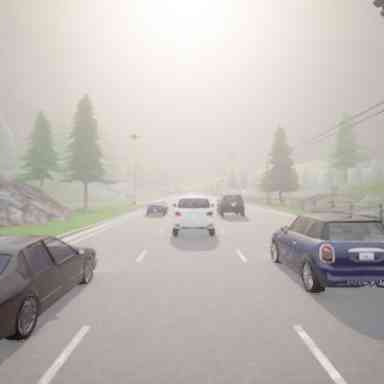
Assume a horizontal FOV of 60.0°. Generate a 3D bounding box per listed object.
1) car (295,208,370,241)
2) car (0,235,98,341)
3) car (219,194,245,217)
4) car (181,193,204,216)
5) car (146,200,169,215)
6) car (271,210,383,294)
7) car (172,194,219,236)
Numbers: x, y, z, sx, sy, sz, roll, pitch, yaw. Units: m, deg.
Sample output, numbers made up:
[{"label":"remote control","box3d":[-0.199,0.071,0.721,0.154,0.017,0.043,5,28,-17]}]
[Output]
[{"label":"car","box3d":[7.087,1.580,17.404,1.895,1.301,4.718,0,0,0]},{"label":"car","box3d":[-3.401,1.549,6.427,2.033,1.411,5.357,0,0,0]},{"label":"car","box3d":[3.573,1.200,31.252,2.150,2.045,5.566,0,0,0]},{"label":"car","box3d":[0.067,1.204,34.448,2.150,2.045,5.566,0,0,0]},{"label":"car","box3d":[-3.429,1.512,33.249,1.812,1.442,4.674,0,0,0]},{"label":"car","box3d":[3.587,1.341,8.951,2.097,1.767,4.553,0,0,0]},{"label":"car","box3d":[0.087,1.212,18.586,2.150,2.045,5.566,0,0,0]}]
